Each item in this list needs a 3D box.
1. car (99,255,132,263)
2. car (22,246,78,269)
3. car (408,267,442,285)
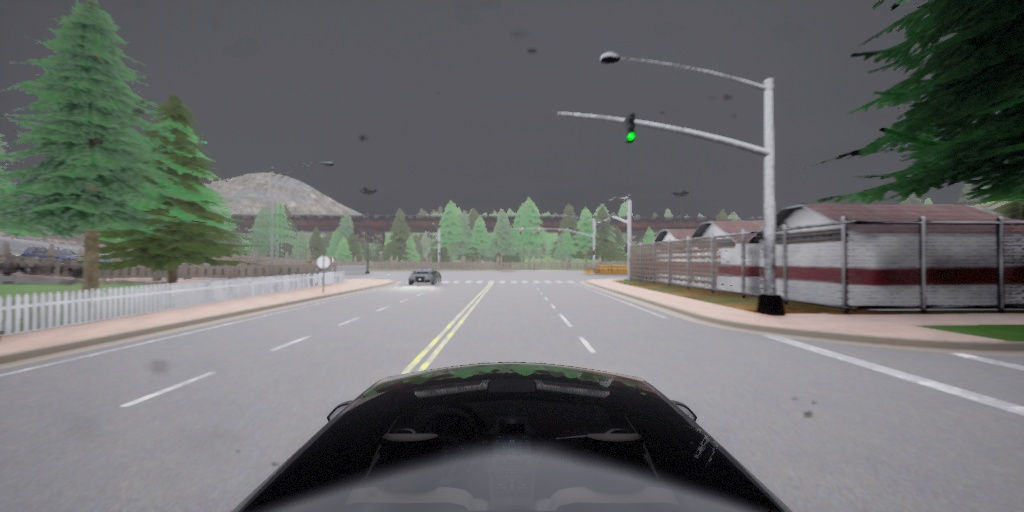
[{"bbox_3d":[-48.623,0.609,42.350,4.674,1.442,1.812,5,-1,-1],"label":"car"},{"bbox_3d":[-49.354,0.179,38.834,5.566,2.045,2.150,6,-1,-1],"label":"car"},{"bbox_3d":[-7.000,1.618,29.213,1.994,1.385,4.181,0,-1,0],"label":"car"}]
